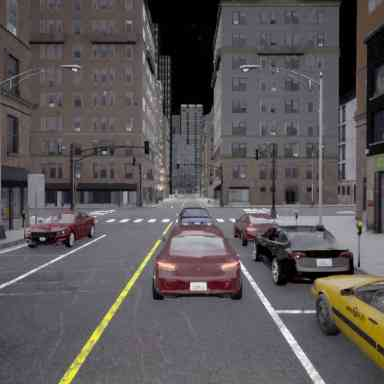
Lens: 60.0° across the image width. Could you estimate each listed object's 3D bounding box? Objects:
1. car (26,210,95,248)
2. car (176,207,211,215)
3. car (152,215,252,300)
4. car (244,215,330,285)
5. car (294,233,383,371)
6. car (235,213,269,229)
[{"bbox_3d":[-5.676,1.540,14.871,1.887,1.381,4.507,-1,0,0],"label":"car"},{"bbox_3d":[0.136,1.542,18.275,2.033,1.411,5.357,0,0,-3],"label":"car"},{"bbox_3d":[0.100,1.523,8.254,1.812,1.442,4.674,0,0,0],"label":"car"},{"bbox_3d":[2.868,1.563,9.286,1.947,1.339,4.313,-1,0,0],"label":"car"},{"bbox_3d":[2.866,1.524,3.869,1.752,1.417,4.829,-1,0,0],"label":"car"},{"bbox_3d":[2.870,1.577,14.871,1.802,1.307,4.206,-1,0,0],"label":"car"}]
